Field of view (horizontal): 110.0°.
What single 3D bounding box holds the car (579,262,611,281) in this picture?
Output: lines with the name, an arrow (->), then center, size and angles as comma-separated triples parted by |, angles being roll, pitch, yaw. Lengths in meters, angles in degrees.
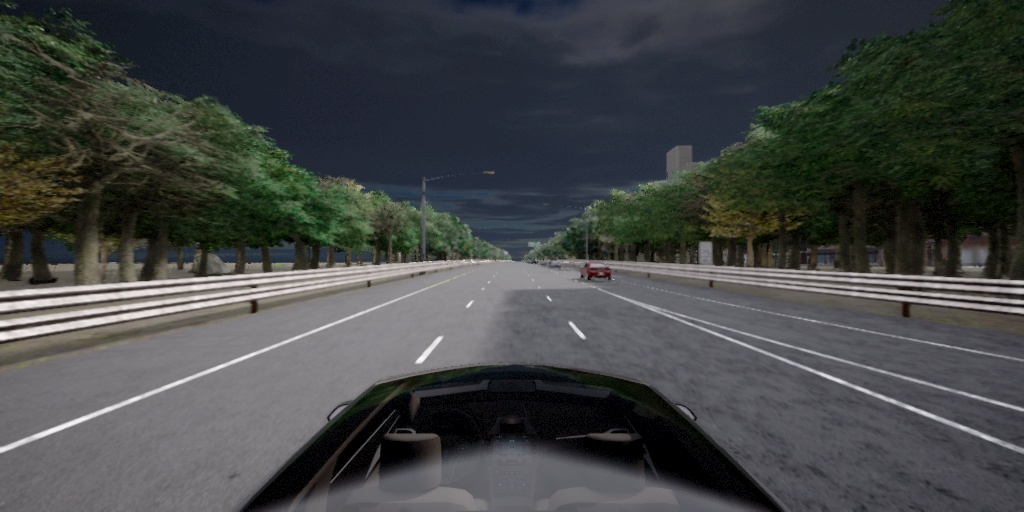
car -> 7.000, 1.234, 30.565 | 1.882, 1.535, 5.008 | 0, 0, 0

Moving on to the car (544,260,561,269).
car -> 7.053, 1.373, 60.199 | 2.033, 1.411, 5.357 | 0, 0, 0
